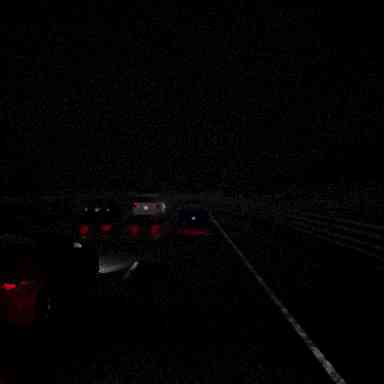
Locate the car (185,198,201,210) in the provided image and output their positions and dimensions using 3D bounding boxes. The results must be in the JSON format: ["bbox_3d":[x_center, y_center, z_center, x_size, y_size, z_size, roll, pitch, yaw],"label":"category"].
[{"bbox_3d":[0.099,1.541,42.369,1.994,1.385,4.181,0,0,0],"label":"car"}]

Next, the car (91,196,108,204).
[{"bbox_3d":[-17.519,1.471,63.176,1.812,1.442,4.674,0,0,1],"label":"car"}]

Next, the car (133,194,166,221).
[{"bbox_3d":[-3.412,1.213,27.185,2.150,2.045,5.566,0,0,0],"label":"car"}]

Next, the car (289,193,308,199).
[{"bbox_3d":[20.558,0.800,64.290,1.812,1.442,4.674,0,-3,-16],"label":"car"}]

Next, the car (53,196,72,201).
[{"bbox_3d":[-24.503,1.491,63.145,2.033,1.411,5.357,0,0,0],"label":"car"}]

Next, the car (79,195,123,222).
[{"bbox_3d":[-6.900,1.344,26.264,2.097,1.767,4.553,0,0,0],"label":"car"}]

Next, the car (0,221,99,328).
[{"bbox_3d":[-3.401,1.564,6.974,1.994,1.385,4.181,0,0,0],"label":"car"}]

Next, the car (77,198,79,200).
[{"bbox_3d":[-21.002,1.297,65.771,2.097,1.767,4.553,0,0,0],"label":"car"}]

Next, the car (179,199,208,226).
[{"bbox_3d":[0.100,1.471,23.157,1.882,1.535,5.008,0,0,0],"label":"car"}]
